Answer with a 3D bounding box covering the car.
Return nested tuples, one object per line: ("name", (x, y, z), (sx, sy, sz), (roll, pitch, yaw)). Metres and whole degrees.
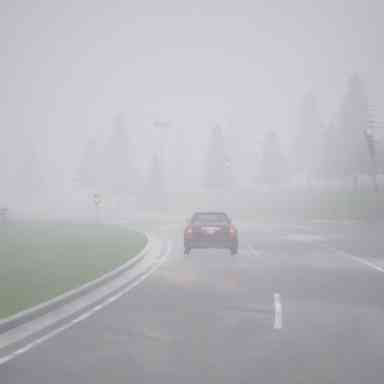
("car", (0.776, 1.556, 14.693), (2.097, 1.767, 4.553), (0, -1, 2))
